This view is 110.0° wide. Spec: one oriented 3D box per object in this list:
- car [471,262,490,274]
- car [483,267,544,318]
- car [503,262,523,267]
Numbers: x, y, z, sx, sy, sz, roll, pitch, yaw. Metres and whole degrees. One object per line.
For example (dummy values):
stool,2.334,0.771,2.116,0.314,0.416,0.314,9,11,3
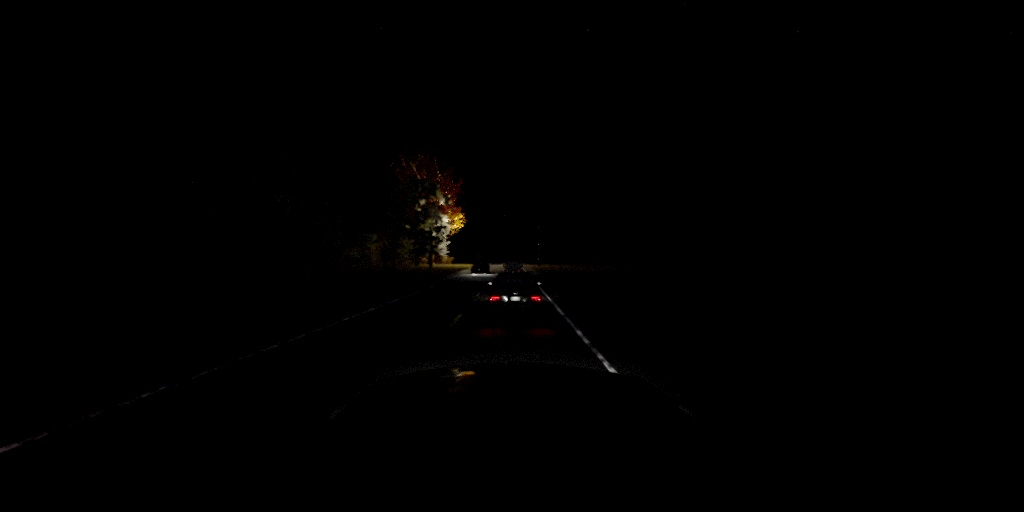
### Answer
car,-3.590,1.327,41.460,1.994,1.385,4.181,0,0,0
car,0.100,1.300,13.022,2.033,1.411,5.357,0,0,0
car,0.095,1.286,34.533,1.812,1.442,4.674,0,0,0
